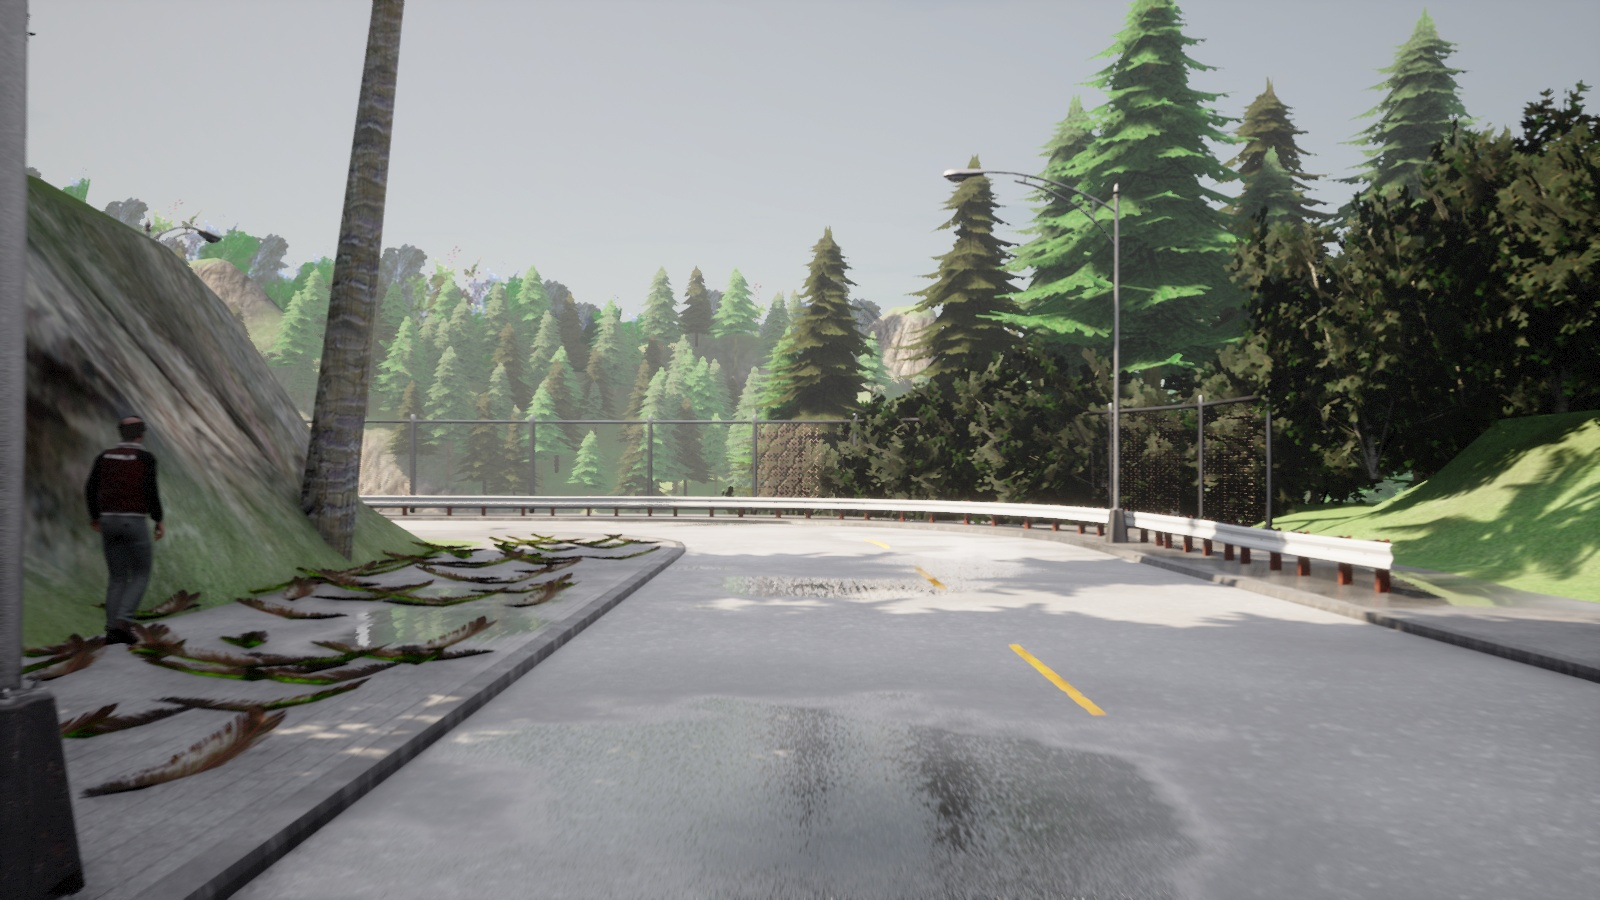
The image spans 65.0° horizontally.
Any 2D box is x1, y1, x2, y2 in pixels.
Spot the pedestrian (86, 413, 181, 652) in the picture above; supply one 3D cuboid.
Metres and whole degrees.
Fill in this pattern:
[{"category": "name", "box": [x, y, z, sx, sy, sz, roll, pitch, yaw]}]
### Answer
[{"category": "pedestrian", "box": [-5.348, 0.643, 10.109, 0.376, 1.854, 0.720, 0, -1, 0]}]
